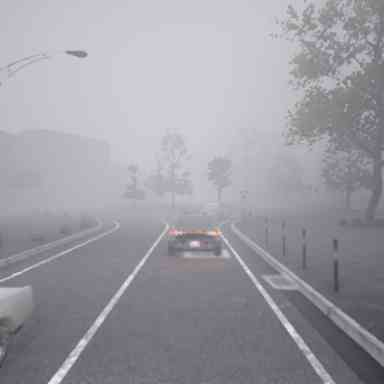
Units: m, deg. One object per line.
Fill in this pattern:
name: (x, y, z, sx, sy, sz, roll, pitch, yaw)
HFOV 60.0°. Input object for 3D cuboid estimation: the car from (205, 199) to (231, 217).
car: (2.142, 1.658, 29.901, 1.812, 1.442, 4.674, 0, 0, 20)

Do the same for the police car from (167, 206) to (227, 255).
police car: (0.105, 1.581, 13.635, 2.038, 1.542, 4.974, 0, 0, 0)

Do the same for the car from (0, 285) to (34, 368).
car: (-3.315, 1.604, 2.753, 1.895, 1.301, 4.718, 0, 0, 0)
